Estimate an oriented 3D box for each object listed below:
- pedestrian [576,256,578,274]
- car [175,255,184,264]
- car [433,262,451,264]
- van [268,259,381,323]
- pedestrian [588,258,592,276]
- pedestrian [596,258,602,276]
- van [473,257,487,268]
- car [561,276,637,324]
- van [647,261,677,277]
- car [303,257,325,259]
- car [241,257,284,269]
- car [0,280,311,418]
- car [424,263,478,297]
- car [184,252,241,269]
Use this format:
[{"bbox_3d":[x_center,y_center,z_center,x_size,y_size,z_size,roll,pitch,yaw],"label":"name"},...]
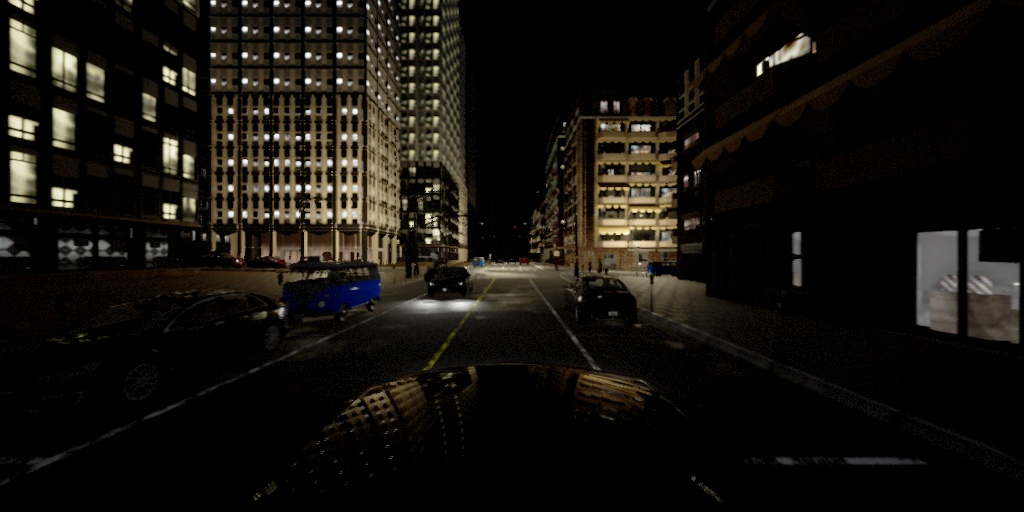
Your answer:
[{"bbox_3d":[6.130,0.889,33.993,0.375,1.860,0.375,0,0,0],"label":"pedestrian"},{"bbox_3d":[-41.865,0.326,41.996,4.553,1.767,2.097,1,0,0],"label":"car"},{"bbox_3d":[-5.695,1.187,28.657,1.967,1.591,4.097,0,0,0],"label":"car"},{"bbox_3d":[-5.692,1.089,11.711,1.690,1.789,3.998,0,0,0],"label":"van"},{"bbox_3d":[7.130,1.054,32.793,0.375,1.860,0.375,0,0,0],"label":"pedestrian"},{"bbox_3d":[8.130,1.079,33.394,0.375,1.860,0.375,0,0,0],"label":"pedestrian"},{"bbox_3d":[-5.699,1.094,61.131,1.690,1.789,3.998,0,0,0],"label":"van"},{"bbox_3d":[2.689,1.298,11.712,2.007,1.370,4.403,0,0,0],"label":"car"},{"bbox_3d":[16.907,1.449,39.377,3.998,1.789,1.690,0,0,0],"label":"van"},{"bbox_3d":[-21.153,0.816,39.423,4.097,1.591,1.967,0,0,0],"label":"car"},{"bbox_3d":[-26.727,0.851,39.409,4.207,1.307,1.802,0,0,0],"label":"car"},{"bbox_3d":[-5.691,1.300,6.063,2.007,1.370,4.403,0,0,0],"label":"car"},{"bbox_3d":[-3.092,1.273,18.806,1.812,1.442,4.674,0,0,0],"label":"car"},{"bbox_3d":[-32.301,0.476,39.396,5.009,1.841,2.192,0,0,0],"label":"car"}]
